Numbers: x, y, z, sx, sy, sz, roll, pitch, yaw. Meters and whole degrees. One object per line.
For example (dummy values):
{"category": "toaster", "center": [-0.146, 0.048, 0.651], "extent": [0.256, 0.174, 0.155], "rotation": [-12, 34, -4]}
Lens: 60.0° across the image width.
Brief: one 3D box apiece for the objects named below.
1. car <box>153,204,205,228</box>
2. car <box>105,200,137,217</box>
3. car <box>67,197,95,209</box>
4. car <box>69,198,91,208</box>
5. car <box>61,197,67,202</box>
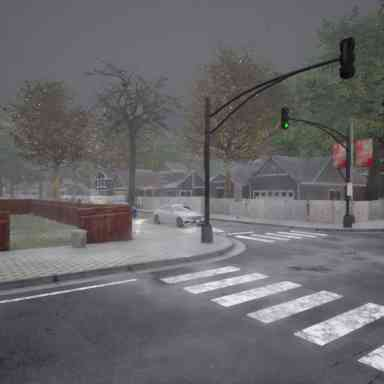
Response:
{"category": "car", "center": [-0.990, 1.547, 22.655], "extent": [1.812, 1.442, 4.674], "rotation": [0, 0, -36]}
{"category": "car", "center": [-6.828, 1.513, 30.824], "extent": [1.882, 1.535, 5.008], "rotation": [0, 0, -36]}
{"category": "car", "center": [-12.816, 1.530, 39.205], "extent": [1.882, 1.535, 5.008], "rotation": [0, 0, -35]}
{"category": "car", "center": [-16.699, 1.654, 49.611], "extent": [1.994, 1.385, 4.181], "rotation": [0, 0, -35]}
{"category": "car", "center": [-22.359, 1.601, 57.419], "extent": [2.128, 1.511, 4.902], "rotation": [0, 0, -36]}
